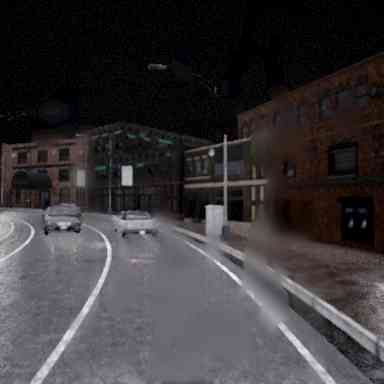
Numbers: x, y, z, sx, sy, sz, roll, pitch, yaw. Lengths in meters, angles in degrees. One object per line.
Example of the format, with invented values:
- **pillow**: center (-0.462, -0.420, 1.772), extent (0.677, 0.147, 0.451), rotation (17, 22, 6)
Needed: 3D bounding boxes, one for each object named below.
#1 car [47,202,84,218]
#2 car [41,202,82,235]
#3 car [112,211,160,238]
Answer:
- **car**: center (-12.669, 1.701, 33.138), extent (1.994, 1.385, 4.181), rotation (1, -1, -43)
- **car**: center (-7.656, 1.567, 19.394), extent (2.128, 1.511, 4.902), rotation (1, 0, -26)
- **car**: center (-3.256, 1.703, 18.540), extent (1.895, 1.301, 4.718), rotation (1, 0, -21)
